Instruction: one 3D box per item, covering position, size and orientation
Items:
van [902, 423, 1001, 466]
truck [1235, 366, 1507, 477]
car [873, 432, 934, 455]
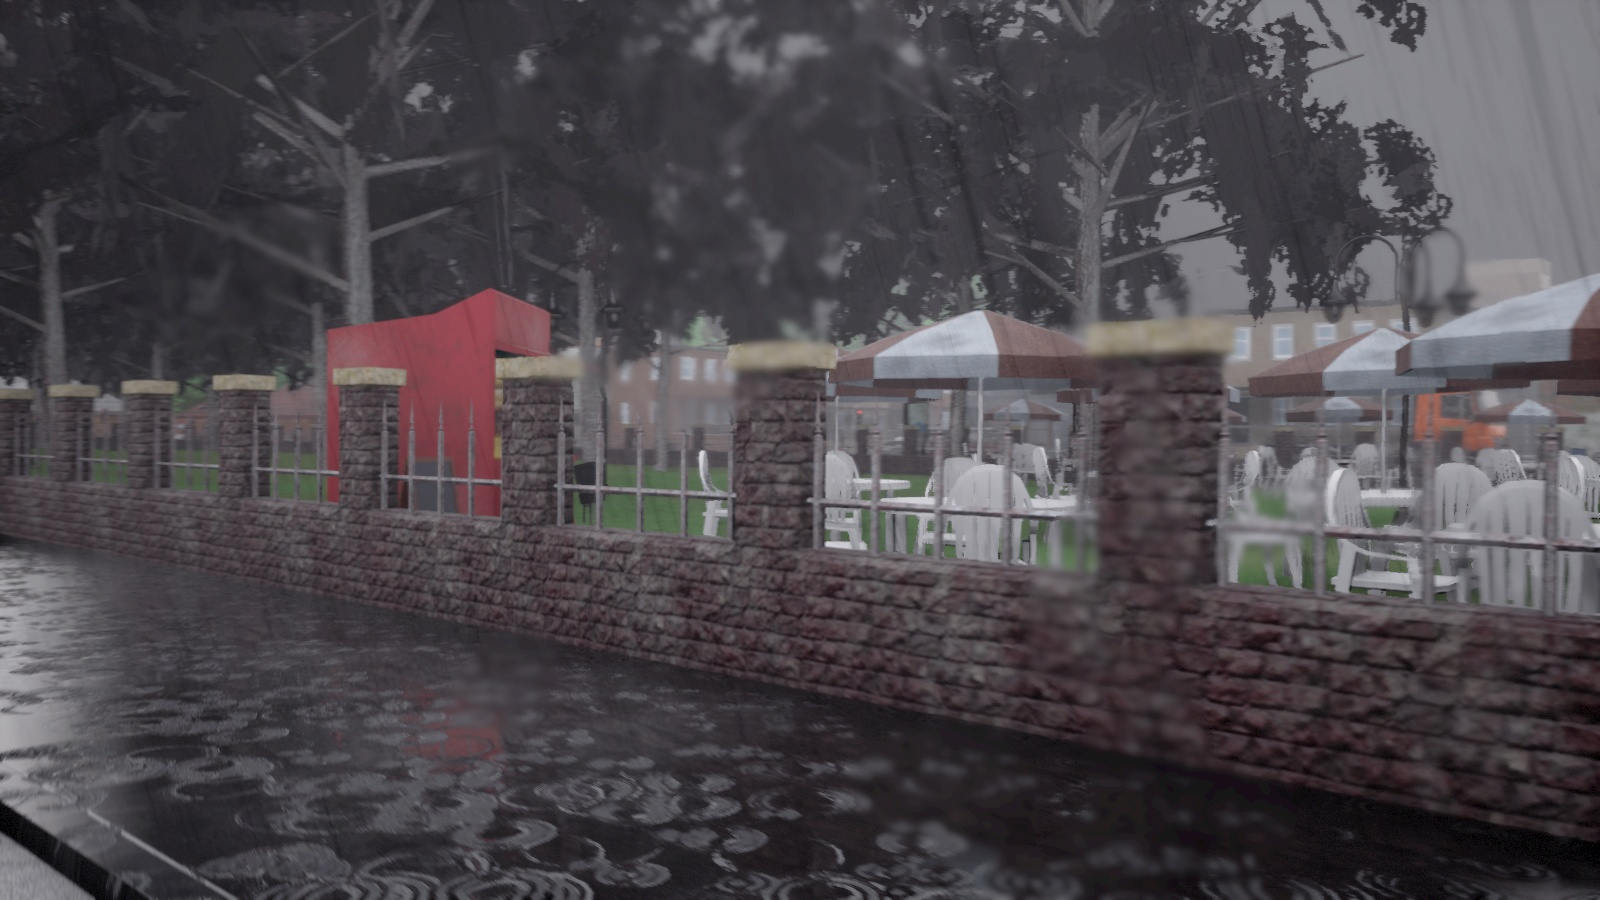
[{"bbox_3d":[7.139,-0.261,59.384,4.442,1.987,1.775,0,1,43],"label":"van"},{"bbox_3d":[19.290,-0.902,42.736,7.936,3.462,2.891,0,1,39],"label":"truck"},{"bbox_3d":[7.787,-0.493,94.355,2.033,1.649,4.856,0,1,42],"label":"car"}]
